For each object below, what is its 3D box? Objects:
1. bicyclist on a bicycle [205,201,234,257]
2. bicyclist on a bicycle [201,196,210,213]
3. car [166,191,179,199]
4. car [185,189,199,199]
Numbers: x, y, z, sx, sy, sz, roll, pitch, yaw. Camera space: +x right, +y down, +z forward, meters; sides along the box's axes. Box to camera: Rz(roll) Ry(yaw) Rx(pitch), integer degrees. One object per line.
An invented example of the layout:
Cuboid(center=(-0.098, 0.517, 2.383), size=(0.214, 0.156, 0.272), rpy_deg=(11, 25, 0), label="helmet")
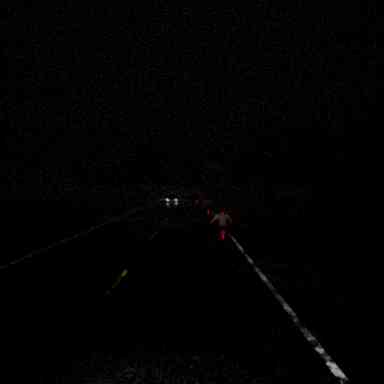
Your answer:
Cuboid(center=(0.988, 1.241, 11.049), size=(0.866, 1.612, 1.509), rpy_deg=(0, 1, 0), label="bicyclist on a bicycle")
Cuboid(center=(0.995, 1.076, 20.529), size=(0.866, 1.612, 1.509), rpy_deg=(0, 1, 0), label="bicyclist on a bicycle")
Cuboid(center=(-3.501, 0.485, 59.412), size=(1.812, 1.442, 4.674), rpy_deg=(0, 1, 1), label="car")
Cuboid(center=(0.139, 0.515, 57.745), size=(1.812, 1.442, 4.674), rpy_deg=(0, 1, 0), label="car")
